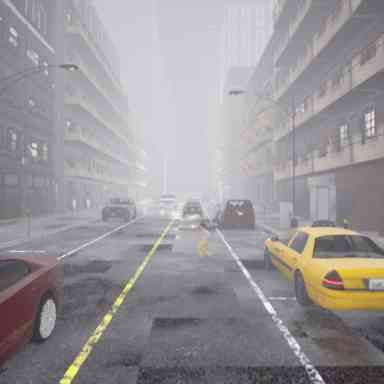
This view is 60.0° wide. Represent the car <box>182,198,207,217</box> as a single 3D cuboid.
[{"bbox_3d":[0.070,1.537,30.946,2.033,1.411,5.357,0,0,1],"label":"car"}]

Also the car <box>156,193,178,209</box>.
[{"bbox_3d":[-3.090,1.205,44.317,2.150,2.045,5.566,0,0,0],"label":"car"}]

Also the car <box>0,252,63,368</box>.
[{"bbox_3d":[-3.099,1.477,3.569,1.882,1.535,5.008,0,0,0],"label":"car"}]

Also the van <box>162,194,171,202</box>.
[{"bbox_3d":[-5.796,1.309,76.378,1.690,1.788,3.998,1,0,0],"label":"van"}]

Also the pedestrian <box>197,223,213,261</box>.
[{"bbox_3d":[0.431,1.571,10.854,0.375,1.300,0.375,1,-1,-1],"label":"pedestrian"}]

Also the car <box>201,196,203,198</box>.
[{"bbox_3d":[0.059,1.532,43.911,2.033,1.411,5.357,0,0,1],"label":"car"}]

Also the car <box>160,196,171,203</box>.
[{"bbox_3d":[-5.632,1.537,70.837,1.947,1.339,4.313,1,0,0],"label":"car"}]

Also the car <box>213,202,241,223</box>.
[{"bbox_3d":[2.709,1.574,26.566,1.802,1.307,4.206,1,0,0],"label":"car"}]

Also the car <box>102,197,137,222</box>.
[{"bbox_3d":[-5.668,1.307,26.515,2.192,1.841,5.009,1,0,0],"label":"car"}]

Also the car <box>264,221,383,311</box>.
[{"bbox_3d":[3.002,1.454,7.893,1.801,1.575,5.366,0,0,0],"label":"car"}]

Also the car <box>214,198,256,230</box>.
[{"bbox_3d":[2.712,1.309,21.026,2.192,1.841,5.009,1,0,0],"label":"car"}]

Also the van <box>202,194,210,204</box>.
[{"bbox_3d":[2.719,1.315,65.348,1.690,1.788,3.998,1,0,0],"label":"van"}]
